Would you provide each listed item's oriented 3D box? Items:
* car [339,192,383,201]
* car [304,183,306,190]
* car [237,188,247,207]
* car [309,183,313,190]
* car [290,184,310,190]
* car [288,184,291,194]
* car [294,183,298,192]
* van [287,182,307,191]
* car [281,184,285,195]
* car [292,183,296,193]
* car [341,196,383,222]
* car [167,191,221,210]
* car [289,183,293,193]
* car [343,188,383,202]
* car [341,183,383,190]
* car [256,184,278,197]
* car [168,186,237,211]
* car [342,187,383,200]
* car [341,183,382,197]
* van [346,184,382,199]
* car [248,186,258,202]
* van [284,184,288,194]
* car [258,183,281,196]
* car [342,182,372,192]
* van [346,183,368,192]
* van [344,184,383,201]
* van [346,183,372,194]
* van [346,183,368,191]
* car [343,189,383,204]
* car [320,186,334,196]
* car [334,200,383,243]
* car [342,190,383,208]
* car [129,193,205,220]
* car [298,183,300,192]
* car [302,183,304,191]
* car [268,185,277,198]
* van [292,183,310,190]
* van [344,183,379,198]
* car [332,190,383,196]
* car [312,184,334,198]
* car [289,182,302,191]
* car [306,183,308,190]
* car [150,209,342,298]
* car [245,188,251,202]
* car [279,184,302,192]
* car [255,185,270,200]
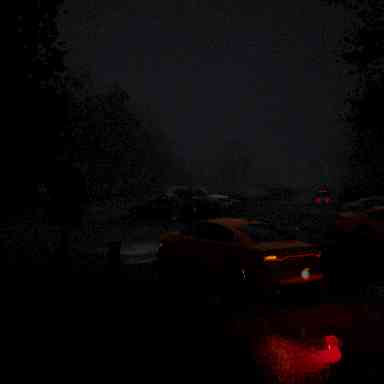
[{"bbox_3d":[10.026,1.122,16.644,4.553,1.767,2.185,1,3,25],"label":"car"},{"bbox_3d":[22.546,-1.031,74.908,4.553,1.767,2.185,1,2,25],"label":"car"},{"bbox_3d":[1.746,0.731,29.516,5.366,1.575,1.946,1,3,25],"label":"car"},{"bbox_3d":[27.267,-1.490,84.950,5.566,2.045,2.435,1,2,25],"label":"car"},{"bbox_3d":[28.423,-1.262,87.453,4.792,1.488,2.163,1,2,25],"label":"car"},{"bbox_3d":[13.214,-0.208,54.770,4.792,1.488,2.163,1,2,25],"label":"car"},{"bbox_3d":[16.572,-0.493,62.388,5.366,1.575,1.946,1,2,25],"label":"car"},{"bbox_3d":[25.969,-1.383,82.494,4.442,1.987,1.878,1,2,25],"label":"van"},{"bbox_3d":[10.933,-0.040,49.710,4.792,1.488,2.163,1,2,25],"label":"car"},{"bbox_3d":[15.547,-0.375,59.806,4.792,1.488,2.163,1,2,25],"label":"car"},{"bbox_3d":[12.272,1.078,21.575,4.674,1.452,2.002,1,3,25],"label":"car"},{"bbox_3d":[-0.751,0.946,24.558,5.008,1.535,2.097,1,3,25],"label":"car"},{"bbox_3d":[14.381,-0.291,57.288,4.792,1.488,2.163,1,2,25],"label":"car"},{"bbox_3d":[20.447,0.336,39.135,4.792,1.488,2.163,1,2,25],"label":"car"},{"bbox_3d":[15.792,0.465,29.083,5.566,2.045,2.435,1,3,25],"label":"car"},{"bbox_3d":[8.568,0.107,44.688,4.892,1.521,2.231,1,3,25],"label":"car"},{"bbox_3d":[0.436,0.588,27.055,5.566,2.045,2.435,1,3,25],"label":"car"},{"bbox_3d":[22.752,0.130,44.166,5.008,1.535,2.097,1,2,25],"label":"car"},{"bbox_3d":[26.215,-0.371,51.707,5.566,2.045,2.435,1,2,25],"label":"car"},{"bbox_3d":[24.018,-0.177,46.623,4.442,1.987,1.878,1,2,25],"label":"van"},{"bbox_3d":[3.743,0.510,34.705,5.366,1.575,1.946,1,3,25],"label":"car"},{"bbox_3d":[12.180,-0.377,52.183,4.442,1.987,1.878,1,2,25],"label":"van"},{"bbox_3d":[9.770,-0.109,47.189,4.553,1.767,2.185,1,2,25],"label":"car"},{"bbox_3d":[35.581,-1.042,71.920,5.566,2.045,2.435,1,2,25],"label":"car"},{"bbox_3d":[36.877,-1.097,74.372,4.442,1.987,1.878,1,2,25],"label":"van"},{"bbox_3d":[21.479,-0.010,41.679,4.442,1.987,1.878,1,2,24],"label":"van"},{"bbox_3d":[32.220,-0.764,64.323,4.442,1.987,1.878,1,2,25],"label":"van"},{"bbox_3d":[37.988,-1.177,76.771,4.442,1.987,1.878,1,2,25],"label":"van"},{"bbox_3d":[19.337,0.427,36.742,4.792,1.488,2.163,1,3,25],"label":"car"},{"bbox_3d":[22.998,-0.286,56.455,1.882,1.535,5.008,1,2,25],"label":"car"},{"bbox_3d":[8.829,1.355,14.152,5.008,1.535,2.097,1,3,25],"label":"car"},{"bbox_3d":[16.905,0.637,31.630,4.792,1.488,2.163,1,3,25],"label":"car"},{"bbox_3d":[-1.949,1.083,22.057,4.792,1.488,2.163,1,3,25],"label":"car"},{"bbox_3d":[17.913,-0.570,64.825,4.892,1.521,2.231,1,2,25],"label":"car"},{"bbox_3d":[20.072,-0.744,69.941,5.366,1.575,1.946,1,2,25],"label":"car"},{"bbox_3d":[7.578,0.201,42.098,5.366,1.575,1.946,1,3,25],"label":"car"},{"bbox_3d":[29.462,-1.559,90.034,4.442,1.987,1.878,1,1,25],"label":"van"},{"bbox_3d":[24.970,-0.264,49.234,4.442,1.987,1.878,1,2,25],"label":"van"},{"bbox_3d":[13.270,0.924,24.162,5.366,1.575,1.946,1,3,25],"label":"car"},{"bbox_3d":[18.670,0.038,47.117,2.128,1.511,4.902,1,2,25],"label":"car"},{"bbox_3d":[19.068,-0.653,67.348,4.892,1.521,2.231,1,2,25],"label":"car"},{"bbox_3d":[23.736,-0.989,77.419,5.008,1.535,2.097,1,2,25],"label":"car"},{"bbox_3d":[0.887,1.400,8.438,1.882,1.535,5.008,2,-1,-31],"label":"car"},{"bbox_3d":[2.750,0.625,32.109,4.892,1.521,2.231,1,3,25],"label":"car"},{"bbox_3d":[21.379,-0.947,72.390,4.553,1.767,2.185,1,2,25],"label":"car"},{"bbox_3d":[6.127,0.293,39.849,5.366,1.575,1.946,1,3,25],"label":"car"}]
